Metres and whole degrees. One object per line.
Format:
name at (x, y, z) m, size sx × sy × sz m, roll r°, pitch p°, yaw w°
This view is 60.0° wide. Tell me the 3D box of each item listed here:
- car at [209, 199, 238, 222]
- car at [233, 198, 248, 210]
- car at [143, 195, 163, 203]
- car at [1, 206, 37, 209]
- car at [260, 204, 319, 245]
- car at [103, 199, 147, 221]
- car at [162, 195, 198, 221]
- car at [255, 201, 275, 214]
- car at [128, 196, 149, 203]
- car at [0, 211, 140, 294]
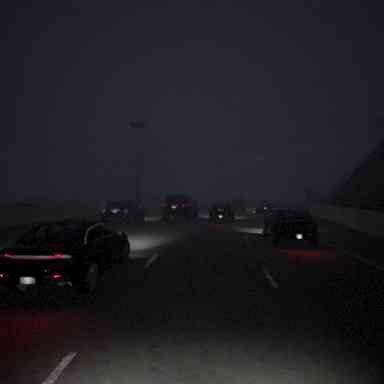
car at (2.433, 1.516, 26.183) m, size 1.837 × 1.490 × 4.892 m, roll 0°, pitch -1°, yaw 9°
car at (5.995, 1.529, 42.554) m, size 1.837 × 1.490 × 4.892 m, roll 0°, pitch 0°, yaw 15°
car at (-7.848, 1.484, 67.988) m, size 1.882 × 1.535 × 5.008 m, roll 0°, pitch 0°, yaw 21°
car at (-15.050, 1.550, 28.865) m, size 1.994 × 1.385 × 4.181 m, roll 0°, pitch 0°, yaw 9°
car at (4.535, 1.518, 15.688) m, size 1.837 × 1.490 × 4.892 m, roll 0°, pitch 0°, yaw 6°
car at (-4.905, 1.353, 24.515) m, size 2.097 × 1.767 × 4.553 m, roll 0°, pitch 0°, yaw 8°
car at (-0.891, 1.230, 27.681) m, size 2.150 × 2.045 × 5.566 m, roll 0°, pitch 0°, yaw 10°
car at (7.727, 1.589, 35.014) m, size 1.994 × 1.385 × 4.181 m, roll 0°, pitch 0°, yaw 13°
car at (-11.071, 1.540, 69.355) m, size 2.033 × 1.411 × 5.357 m, roll 0°, pitch 0°, yaw 21°
car at (-3.030, 1.490, 8.832) m, size 2.128 × 1.511 × 4.902 m, roll 0°, pitch 0°, yaw 3°
